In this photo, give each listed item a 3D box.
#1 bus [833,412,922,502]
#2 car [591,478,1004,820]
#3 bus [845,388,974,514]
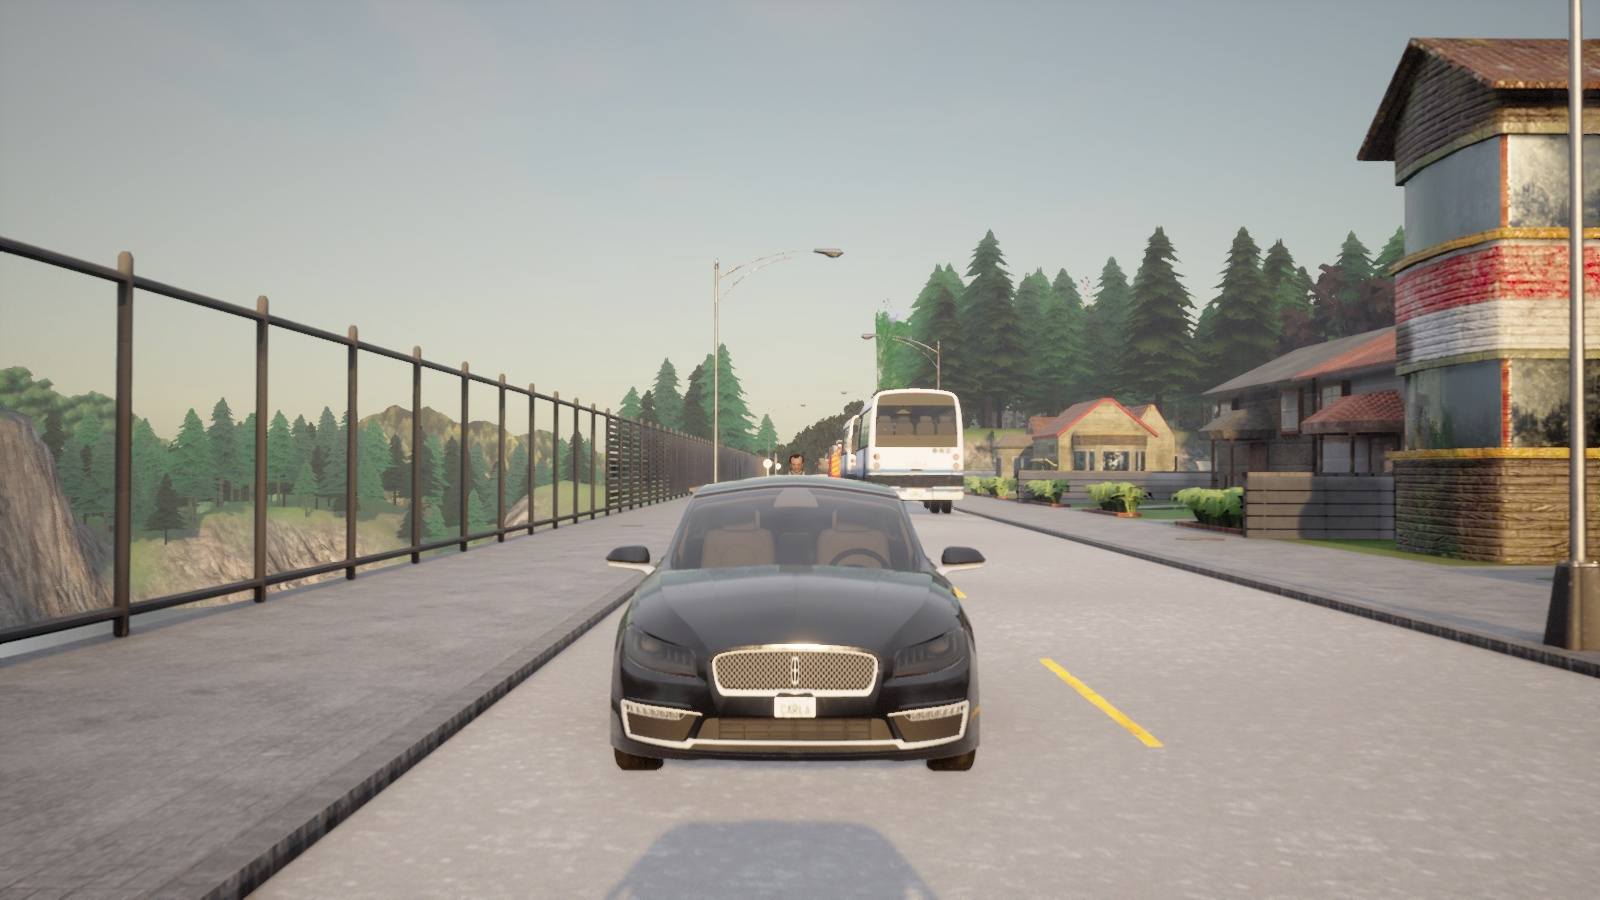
[{"bbox_3d":[3.837,0.406,65.184,3.944,4.253,10.273,0,-1,0],"label":"bus"},{"bbox_3d":[-0.020,0.939,8.047,1.837,1.490,4.892,0,-1,0],"label":"car"},{"bbox_3d":[3.880,0.138,47.487,3.944,4.253,10.273,0,-1,0],"label":"bus"}]
